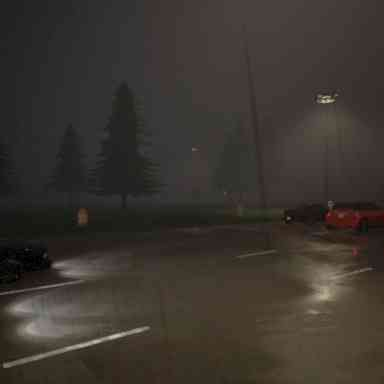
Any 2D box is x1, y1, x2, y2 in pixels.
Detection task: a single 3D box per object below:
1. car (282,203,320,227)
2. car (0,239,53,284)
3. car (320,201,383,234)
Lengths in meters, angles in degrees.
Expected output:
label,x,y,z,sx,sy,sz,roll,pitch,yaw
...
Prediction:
label,x,y,z,sx,sy,sz,roll,pitch,yaw
car,8.070,1.501,22.587,4.674,1.442,1.812,0,0,-35
car,-6.290,1.549,7.855,5.357,1.411,2.033,0,0,-35
car,9.858,1.327,19.370,4.553,1.767,2.097,0,0,-35
